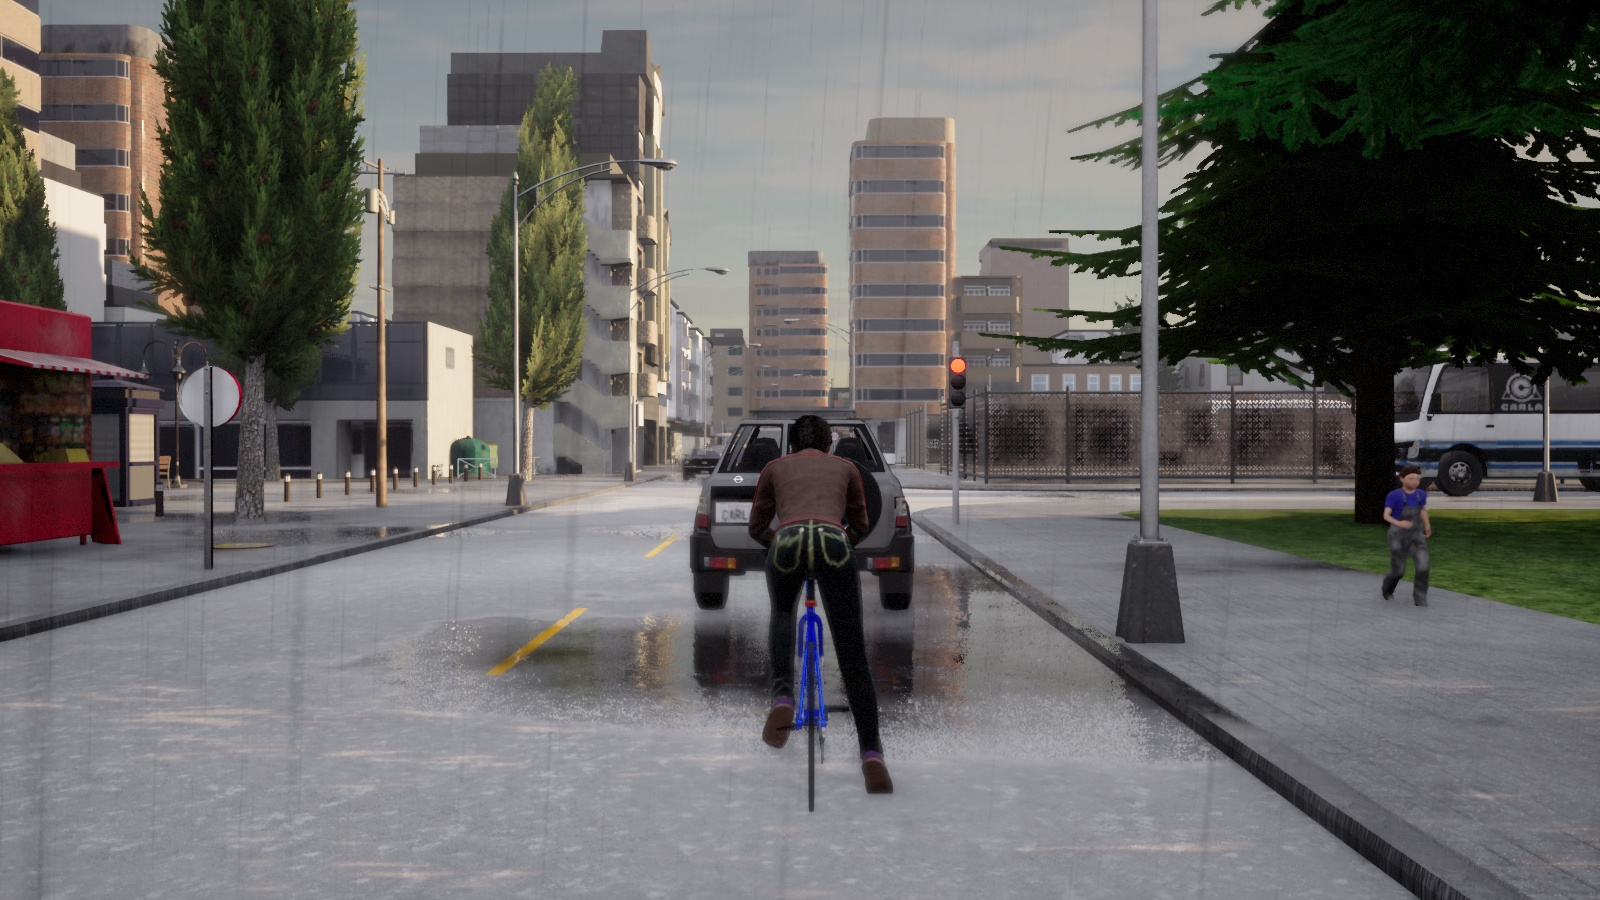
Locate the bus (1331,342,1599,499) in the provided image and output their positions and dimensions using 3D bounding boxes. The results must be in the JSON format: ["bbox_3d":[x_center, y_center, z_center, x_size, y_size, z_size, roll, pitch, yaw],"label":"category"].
[{"bbox_3d":[21.274,-0.817,36.157,10.273,4.253,3.944,0,0,0],"label":"bus"}]

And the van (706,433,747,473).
[{"bbox_3d":[-3.690,0.138,63.805,1.775,1.987,4.442,0,0,0],"label":"van"}]

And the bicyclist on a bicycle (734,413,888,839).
[{"bbox_3d":[0.048,0.668,5.601,0.582,1.620,1.656,0,0,0],"label":"bicyclist on a bicycle"}]

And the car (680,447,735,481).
[{"bbox_3d":[-3.743,0.553,51.637,1.895,1.301,4.718,0,0,0],"label":"car"}]

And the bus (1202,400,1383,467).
[{"bbox_3d":[31.817,-1.065,81.548,10.273,4.253,3.944,0,0,4],"label":"bus"}]

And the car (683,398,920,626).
[{"bbox_3d":[0.062,0.493,12.525,1.932,1.855,4.605,0,0,1],"label":"car"}]

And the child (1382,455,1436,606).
[{"bbox_3d":[5.224,0.679,10.785,0.270,1.263,0.437,0,0,4],"label":"child"}]
